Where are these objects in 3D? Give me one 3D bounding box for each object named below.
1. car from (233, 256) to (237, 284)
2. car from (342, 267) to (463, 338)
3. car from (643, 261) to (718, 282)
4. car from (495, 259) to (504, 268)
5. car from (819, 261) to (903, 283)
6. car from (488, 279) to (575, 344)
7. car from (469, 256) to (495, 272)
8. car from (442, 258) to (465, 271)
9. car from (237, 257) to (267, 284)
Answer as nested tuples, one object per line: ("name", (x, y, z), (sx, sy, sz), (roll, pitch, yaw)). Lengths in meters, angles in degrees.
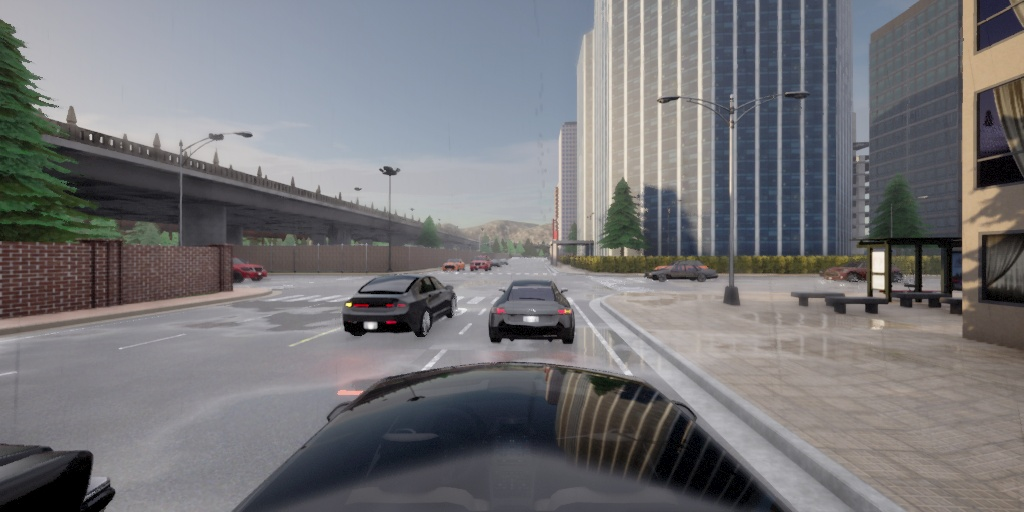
("car", (-22.268, 1.027, 24.244), (5.566, 2.045, 2.150), (0, 0, 4))
("car", (-2.917, 1.256, 10.253), (1.837, 1.490, 4.892), (0, 0, 4))
("car", (13.507, 1.353, 28.853), (5.357, 1.411, 2.033), (0, 0, 4))
("car", (-2.991, 1.227, 60.453), (1.882, 1.535, 5.008), (0, 0, 4))
("car", (27.131, 1.158, 27.850), (4.553, 1.767, 2.097), (0, 0, 4))
("car", (0.557, 1.314, 9.633), (1.994, 1.385, 4.181), (0, 0, 4))
("car", (-4.000, 0.971, 46.554), (2.150, 2.045, 5.566), (0, 0, 4))
("car", (-7.534, 1.101, 46.595), (2.097, 1.767, 4.553), (0, 0, 5))
("car", (-22.133, 1.027, 27.750), (5.566, 2.045, 2.150), (0, 0, 4))
